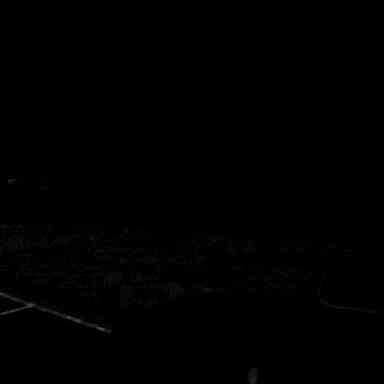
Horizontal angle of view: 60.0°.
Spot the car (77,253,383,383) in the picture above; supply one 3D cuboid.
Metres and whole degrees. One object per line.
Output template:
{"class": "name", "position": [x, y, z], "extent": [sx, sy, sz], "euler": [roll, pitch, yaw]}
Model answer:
{"class": "car", "position": [1.482, 1.313, 1.901], "extent": [5.009, 1.841, 2.192], "euler": [-1, 0, 36]}
